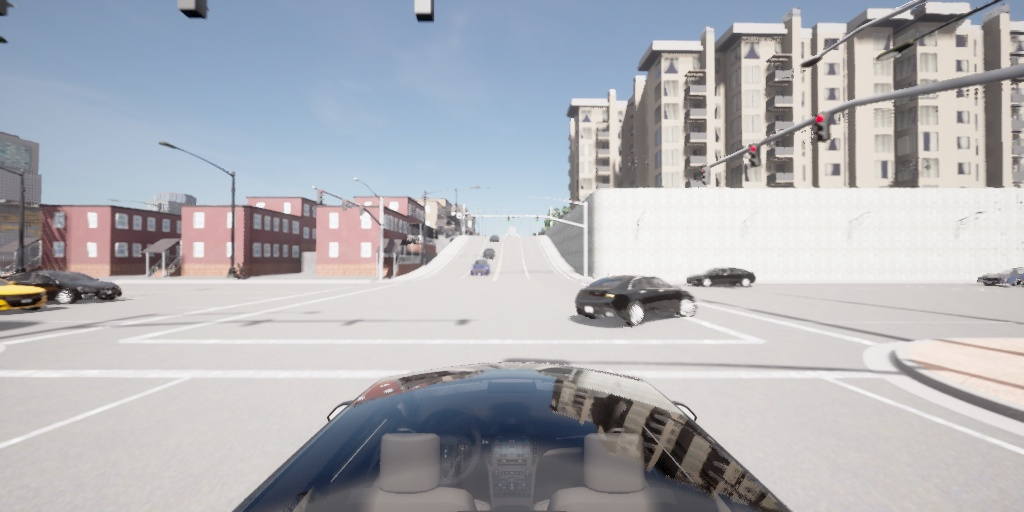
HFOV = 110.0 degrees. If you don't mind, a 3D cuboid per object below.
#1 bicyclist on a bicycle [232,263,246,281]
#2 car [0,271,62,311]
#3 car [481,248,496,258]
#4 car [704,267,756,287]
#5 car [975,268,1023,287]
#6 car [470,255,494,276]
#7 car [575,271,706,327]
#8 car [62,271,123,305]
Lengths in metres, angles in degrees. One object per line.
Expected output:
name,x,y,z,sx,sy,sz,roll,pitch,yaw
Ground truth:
bicyclist on a bicycle,-25.257,1.454,33.212,0.582,1.620,1.656,0,0,0
car,-20.373,1.376,13.218,5.008,1.535,1.882,0,-1,0
car,-3.555,-0.380,55.467,1.837,1.490,4.892,0,10,0
car,15.819,1.578,27.293,4.892,1.490,1.837,-1,-1,0
car,38.871,1.623,27.197,5.357,1.411,2.033,0,-1,0
car,-3.583,1.225,41.211,2.097,1.767,4.553,0,4,0
car,4.307,1.390,12.199,4.892,1.490,1.837,1,-4,-35
car,-21.181,1.447,16.718,4.892,1.490,1.837,0,-1,0
